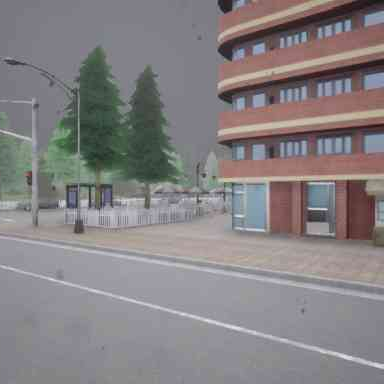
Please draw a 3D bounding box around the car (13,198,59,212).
[{"bbox_3d":[-17.693,1.436,37.978,2.128,1.511,4.902,0,0,35],"label":"car"}]

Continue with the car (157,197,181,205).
[{"bbox_3d":[-3.816,1.508,55.479,4.181,1.385,1.994,0,0,-42],"label":"car"}]

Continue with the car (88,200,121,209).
[{"bbox_3d":[-10.863,1.508,41.484,1.994,1.385,4.181,0,0,36],"label":"car"}]

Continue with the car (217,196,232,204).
[{"bbox_3d":[6.081,1.470,58.610,4.674,1.442,1.812,0,0,-30],"label":"car"}]
